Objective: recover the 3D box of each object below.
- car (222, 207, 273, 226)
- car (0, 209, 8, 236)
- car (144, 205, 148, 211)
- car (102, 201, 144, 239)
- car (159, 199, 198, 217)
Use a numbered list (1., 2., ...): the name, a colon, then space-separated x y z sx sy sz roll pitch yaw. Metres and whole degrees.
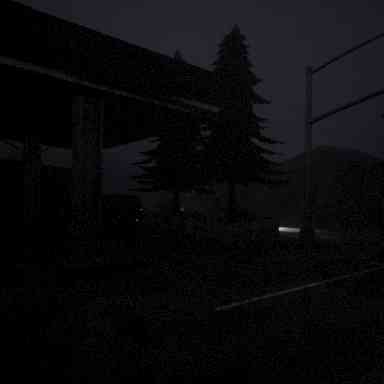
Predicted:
1. car: 4.080 1.815 25.013 1.994 1.385 4.181 1 0 -35
2. car: -11.671 1.520 18.466 2.242 1.667 4.611 1 0 -36
3. car: -7.487 1.664 41.317 2.033 1.411 5.357 1 0 -35
4. car: -4.539 1.446 18.283 1.905 1.878 3.866 1 0 -36
5. car: -1.339 1.540 32.653 2.097 1.767 4.553 1 0 -36
